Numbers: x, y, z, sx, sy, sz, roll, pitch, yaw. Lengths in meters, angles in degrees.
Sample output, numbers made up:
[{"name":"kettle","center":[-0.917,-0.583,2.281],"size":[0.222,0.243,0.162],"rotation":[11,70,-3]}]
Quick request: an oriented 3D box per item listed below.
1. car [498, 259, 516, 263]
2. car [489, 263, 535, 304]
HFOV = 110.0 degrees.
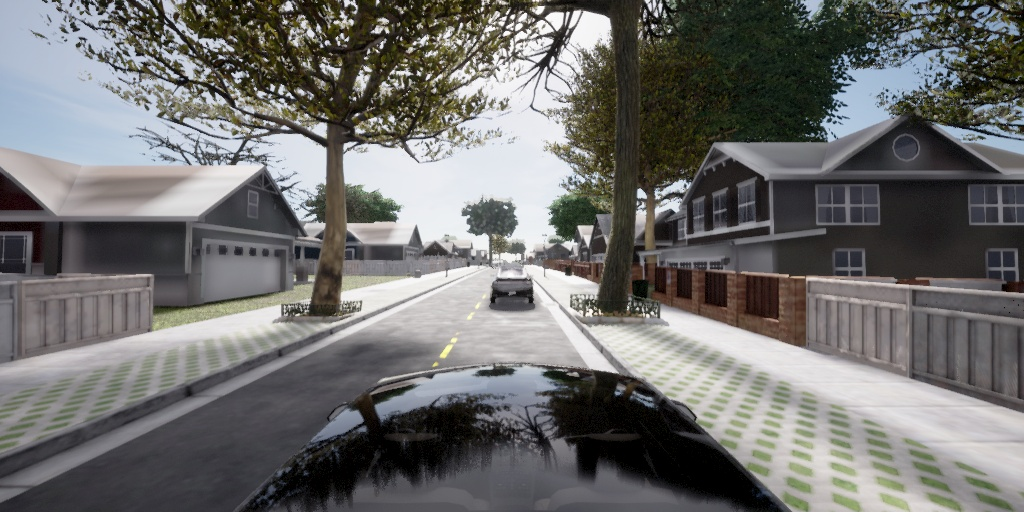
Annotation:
[{"name":"car","center":[0.000,1.293,31.513],"size":[1.882,1.535,5.008],"rotation":[0,0,0]},{"name":"car","center":[0.000,1.267,16.507],"size":[2.128,1.511,4.902],"rotation":[0,0,0]}]
